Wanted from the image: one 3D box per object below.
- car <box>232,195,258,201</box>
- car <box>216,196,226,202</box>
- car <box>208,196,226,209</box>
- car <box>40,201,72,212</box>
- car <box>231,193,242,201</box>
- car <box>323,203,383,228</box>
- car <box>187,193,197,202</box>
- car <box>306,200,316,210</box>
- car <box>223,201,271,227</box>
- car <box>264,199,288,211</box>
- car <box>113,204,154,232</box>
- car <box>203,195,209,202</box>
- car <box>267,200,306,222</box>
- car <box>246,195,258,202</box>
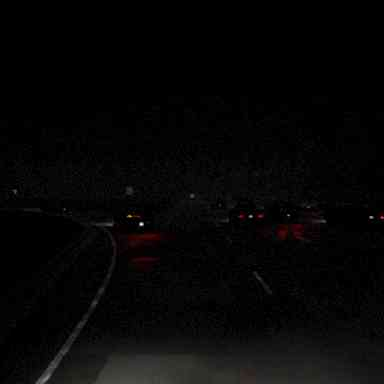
[{"bbox_3d":[7.105,1.513,44.590,2.128,1.511,4.902,0,0,0],"label":"car"},{"bbox_3d":[7.008,1.588,79.575,1.994,1.385,4.181,0,0,0],"label":"car"},{"bbox_3d":[3.604,1.549,45.574,1.812,1.442,4.674,0,0,0],"label":"car"},{"bbox_3d":[-15.661,1.627,38.117,4.718,1.301,1.895,0,0,43],"label":"car"},{"bbox_3d":[10.508,1.254,77.521,2.150,2.045,5.566,0,0,0],"label":"car"},{"bbox_3d":[10.603,1.556,22.175,2.033,1.411,5.357,0,0,0],"label":"car"},{"bbox_3d":[0.008,1.558,77.492,2.128,1.511,4.902,0,0,0],"label":"car"},{"bbox_3d":[14.103,1.619,42.485,1.895,1.301,4.718,0,0,0],"label":"car"},{"bbox_3d":[3.602,1.558,22.874,2.033,1.411,5.357,0,0,0],"label":"car"},{"bbox_3d":[10.604,1.620,42.485,1.895,1.301,4.718,0,0,0],"label":"car"},{"bbox_3d":[-3.679,1.515,20.631,1.837,1.490,4.892,1,0,-21],"label":"car"},{"bbox_3d":[3.508,1.562,79.575,2.128,1.511,4.902,0,0,0],"label":"car"},{"bbox_3d":[7.103,1.504,26.817,2.128,1.511,4.902,0,0,0],"label":"car"},{"bbox_3d":[14.008,1.528,77.490,1.837,1.490,4.892,0,0,0],"label":"car"}]
